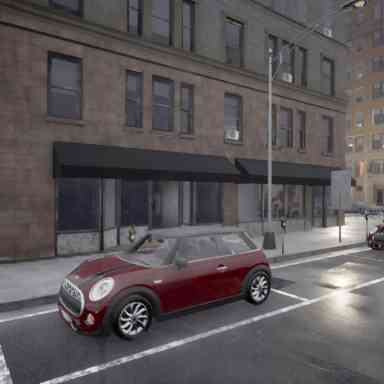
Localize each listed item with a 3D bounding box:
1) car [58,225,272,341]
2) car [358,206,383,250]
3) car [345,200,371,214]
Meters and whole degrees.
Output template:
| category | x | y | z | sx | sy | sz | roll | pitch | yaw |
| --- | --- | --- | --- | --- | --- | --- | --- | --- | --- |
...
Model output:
| category | x | y | z | sx | sy | sz | roll | pitch | yaw |
| --- | --- | --- | --- | --- | --- | --- | --- | --- | --- |
| car | -0.395 | 1.441 | 6.466 | 4.097 | 1.590 | 1.967 | 0 | 0 | -35 |
| car | 8.564 | 1.445 | 12.825 | 4.097 | 1.590 | 1.967 | 0 | 0 | -35 |
| car | 15.081 | 1.475 | 31.304 | 2.033 | 1.411 | 5.357 | 1 | 0 | -36 |
